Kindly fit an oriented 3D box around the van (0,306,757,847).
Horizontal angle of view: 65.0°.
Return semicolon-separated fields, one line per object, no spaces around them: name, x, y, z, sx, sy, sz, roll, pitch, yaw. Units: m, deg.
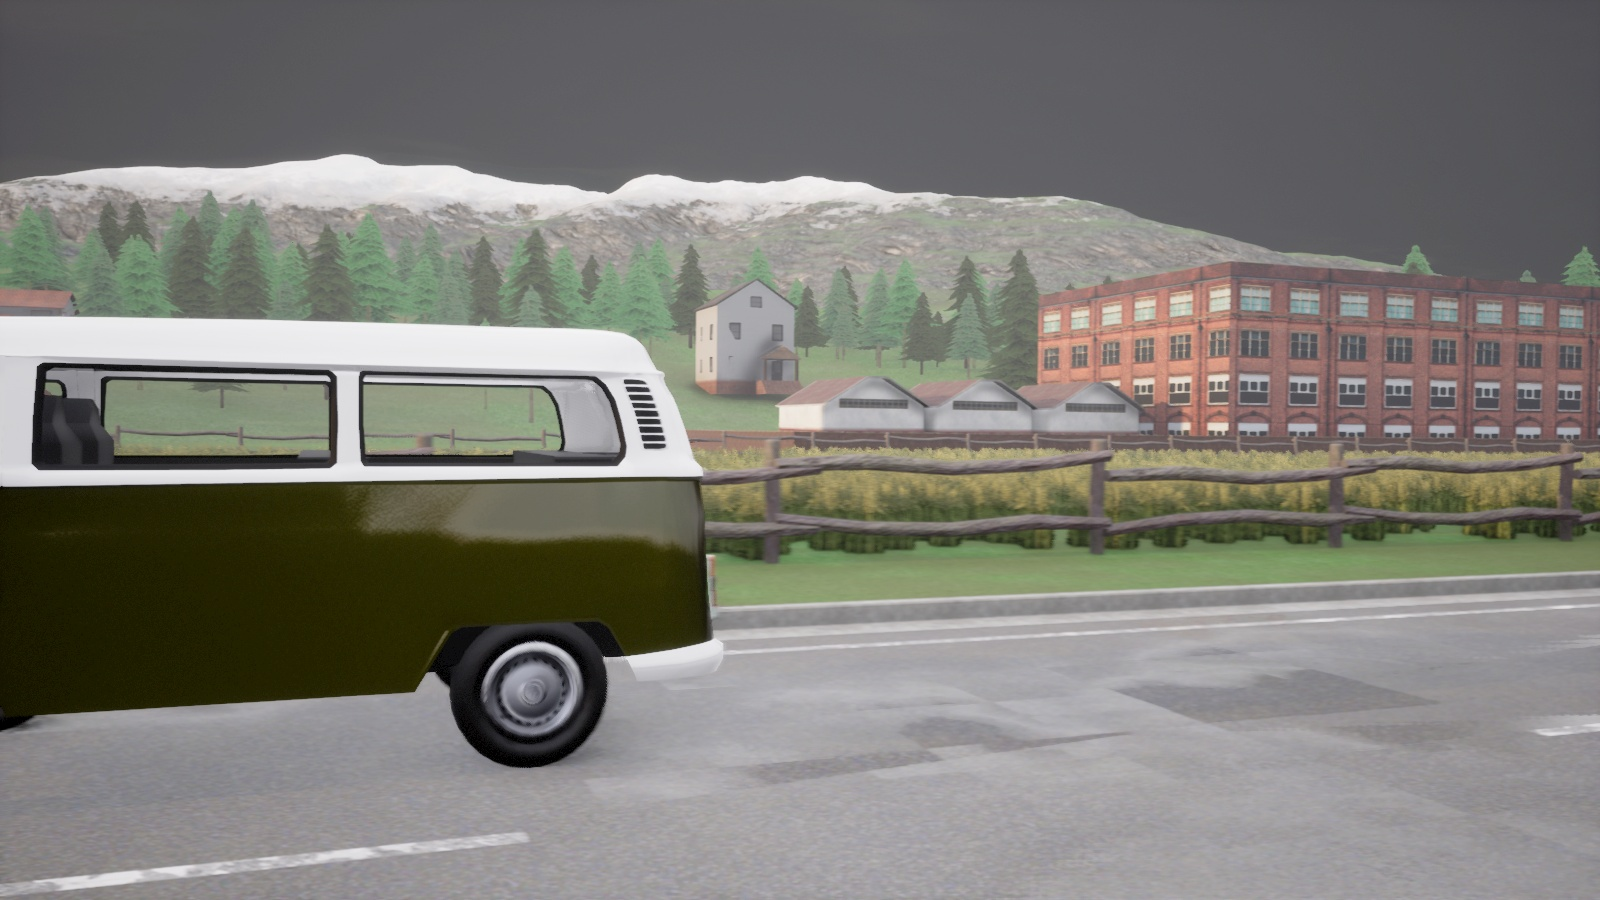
van;-2.672;0.454;5.965;4.480;2.038;2.069;-1;1;-21
